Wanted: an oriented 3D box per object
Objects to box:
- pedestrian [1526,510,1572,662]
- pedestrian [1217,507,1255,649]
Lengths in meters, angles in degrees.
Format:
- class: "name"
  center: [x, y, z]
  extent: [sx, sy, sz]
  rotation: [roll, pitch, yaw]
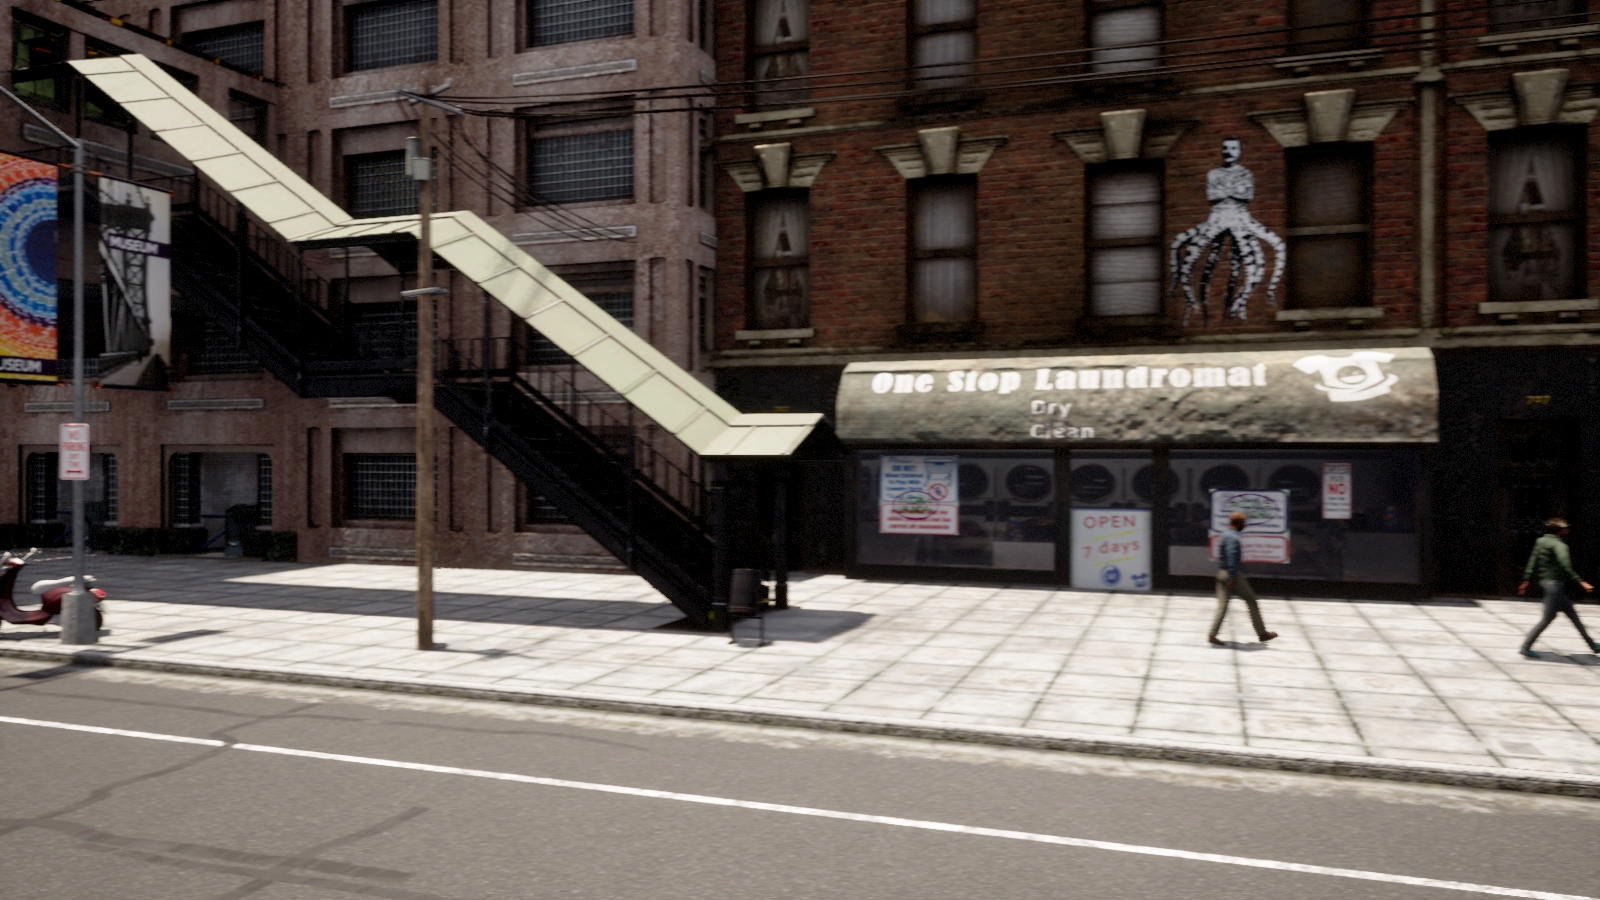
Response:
- class: "pedestrian"
  center: [9.419, 1.696, 14.378]
  extent: [0.375, 1.860, 0.375]
  rotation: [0, 0, 10]
- class: "pedestrian"
  center: [5.826, 1.696, 15.277]
  extent: [0.375, 1.860, 0.375]
  rotation: [0, 0, 0]
